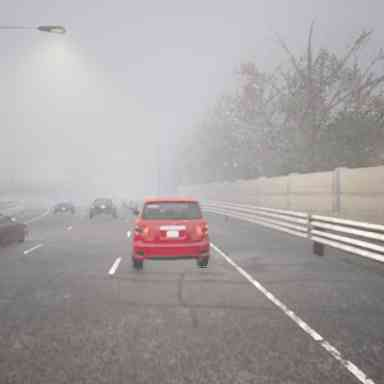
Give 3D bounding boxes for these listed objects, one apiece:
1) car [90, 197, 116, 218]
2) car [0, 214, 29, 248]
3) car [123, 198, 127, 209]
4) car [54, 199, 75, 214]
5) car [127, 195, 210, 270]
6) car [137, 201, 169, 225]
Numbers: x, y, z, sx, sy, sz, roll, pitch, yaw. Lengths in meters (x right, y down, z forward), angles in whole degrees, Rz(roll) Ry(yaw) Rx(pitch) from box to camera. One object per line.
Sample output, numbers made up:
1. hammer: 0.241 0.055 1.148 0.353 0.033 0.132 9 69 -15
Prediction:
1. car: -7.740 1.221 28.862 2.097 1.767 4.553 0 0 -15
2. car: -8.040 1.517 13.043 1.994 1.385 4.181 0 0 -7
3. car: -5.564 1.438 33.808 1.895 1.301 4.718 0 0 -16
4. car: -12.880 1.384 33.653 1.812 1.442 4.674 0 0 -19
5. car: -0.800 1.162 11.099 2.150 2.045 5.566 0 0 -7
6. car: -2.917 1.407 24.120 1.812 1.442 4.674 0 0 -13
